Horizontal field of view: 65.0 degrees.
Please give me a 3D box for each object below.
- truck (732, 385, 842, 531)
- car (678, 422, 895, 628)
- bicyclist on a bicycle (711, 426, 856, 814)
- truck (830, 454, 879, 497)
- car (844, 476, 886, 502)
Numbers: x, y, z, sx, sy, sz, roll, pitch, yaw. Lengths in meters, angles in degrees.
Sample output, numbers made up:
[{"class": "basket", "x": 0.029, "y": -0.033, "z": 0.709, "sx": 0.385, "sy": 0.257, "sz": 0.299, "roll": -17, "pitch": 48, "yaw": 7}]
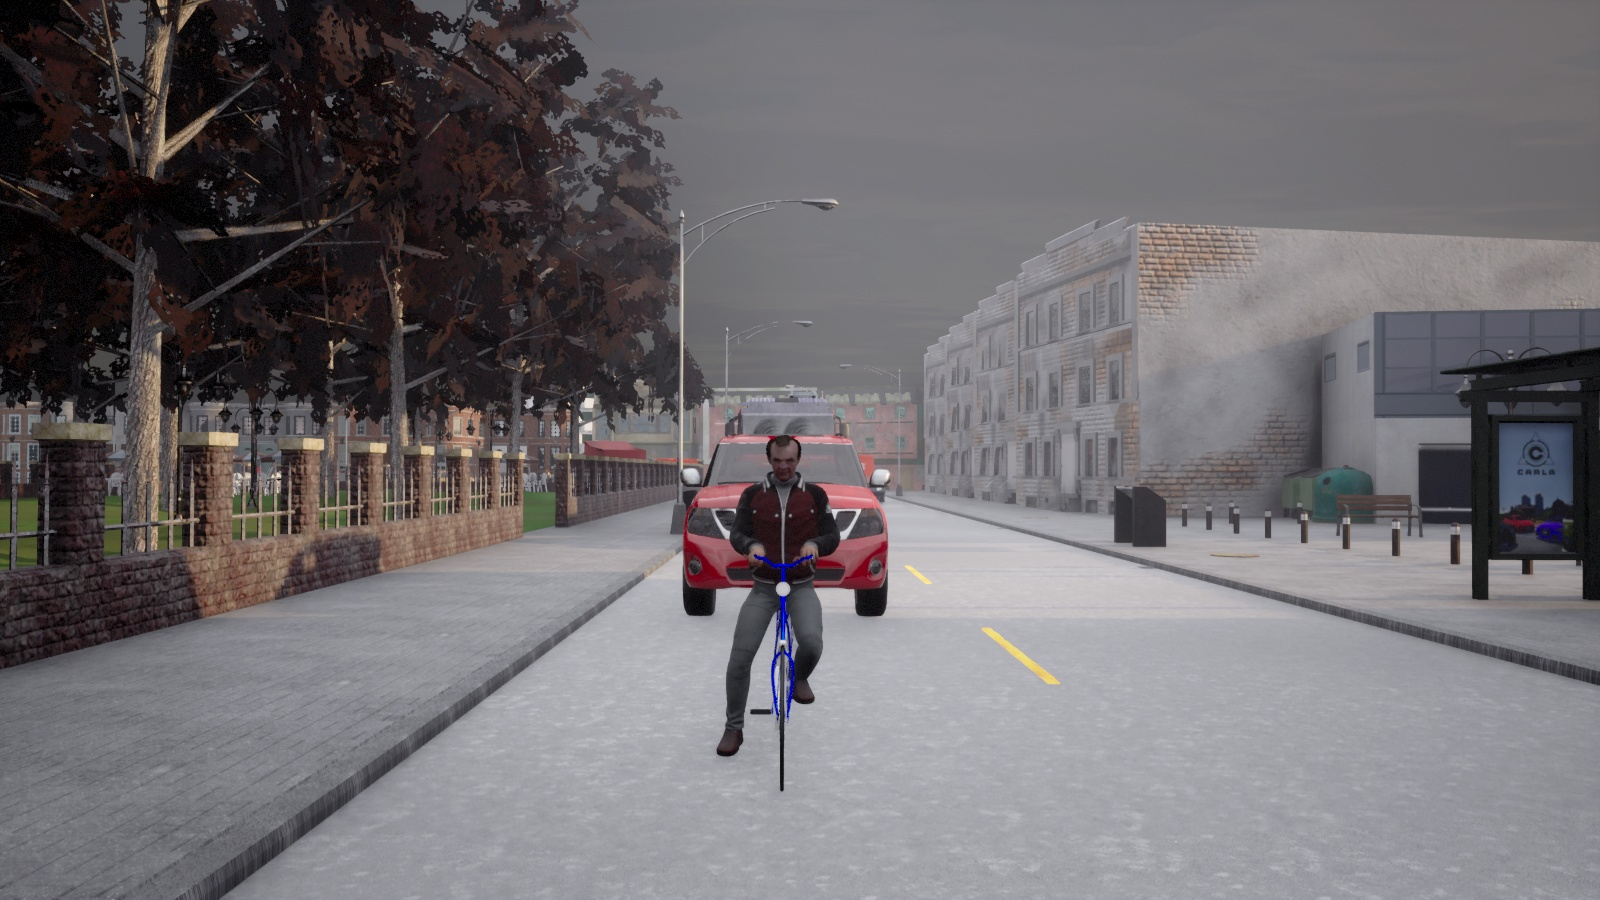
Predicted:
[{"class": "truck", "x": -0.389, "y": 0.278, "z": 37.431, "sx": 2.891, "sy": 3.827, "sz": 8.468, "roll": 0, "pitch": -1, "yaw": -1}, {"class": "car", "x": -0.171, "y": 0.791, "z": 15.308, "sx": 2.150, "sy": 2.045, "sz": 5.566, "roll": 0, "pitch": -1, "yaw": -1}, {"class": "bicyclist on a bicycle", "x": -0.083, "y": 0.798, "z": 6.689, "sx": 0.659, "sy": 1.776, "sz": 1.843, "roll": 0, "pitch": -1, "yaw": -1}, {"class": "truck", "x": 3.196, "y": 1.555, "z": 75.171, "sx": 2.627, "sy": 2.467, "sz": 5.204, "roll": 0, "pitch": -2, "yaw": -1}, {"class": "car", "x": 3.314, "y": 1.987, "z": 64.796, "sx": 1.895, "sy": 1.301, "sz": 4.718, "roll": 0, "pitch": -1, "yaw": -1}]
